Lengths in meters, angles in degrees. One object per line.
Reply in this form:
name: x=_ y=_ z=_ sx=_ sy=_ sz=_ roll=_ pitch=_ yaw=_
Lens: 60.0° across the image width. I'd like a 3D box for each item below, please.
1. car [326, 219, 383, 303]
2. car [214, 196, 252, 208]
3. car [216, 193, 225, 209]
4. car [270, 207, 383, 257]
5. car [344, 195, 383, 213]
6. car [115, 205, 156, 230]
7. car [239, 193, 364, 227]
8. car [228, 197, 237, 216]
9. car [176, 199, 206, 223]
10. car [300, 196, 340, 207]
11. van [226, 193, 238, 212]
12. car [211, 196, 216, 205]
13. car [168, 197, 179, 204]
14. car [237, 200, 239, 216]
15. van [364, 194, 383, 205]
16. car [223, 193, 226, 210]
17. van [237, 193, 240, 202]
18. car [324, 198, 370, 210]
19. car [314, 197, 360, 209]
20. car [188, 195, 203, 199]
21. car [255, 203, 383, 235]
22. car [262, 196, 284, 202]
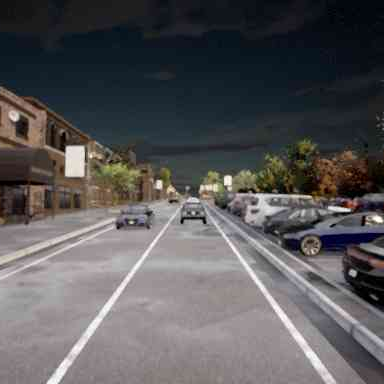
car: x=5.617 y=1.437 z=6.526 sx=5.008 sy=1.535 sz=2.097 roll=0 pitch=0 yaw=0
car: x=5.573 y=1.389 z=45.768 sx=4.892 sy=1.521 sz=2.231 roll=0 pitch=0 yaw=0
car: x=5.609 y=1.121 z=34.558 sx=5.566 sy=2.045 sz=2.435 roll=0 pitch=0 yaw=0
car: x=5.583 y=1.447 z=12.134 sx=4.792 sy=1.488 sz=2.163 roll=0 pitch=0 yaw=0
car: x=18.629 y=1.247 z=34.605 sx=4.553 sy=1.767 sz=2.185 roll=0 pitch=0 yaw=0
car: x=-3.357 y=1.494 z=20.420 sx=1.994 sy=1.385 sz=4.181 roll=0 pitch=0 yaw=0
car: x=5.631 y=1.152 z=17.738 sx=5.566 sy=2.045 sz=2.435 roll=0 pitch=0 yaw=0
car: x=5.583 y=1.387 z=26.149 sx=4.892 sy=1.521 sz=2.231 roll=0 pitch=0 yaw=0
car: x=0.090 y=1.470 z=24.695 sx=2.033 sy=1.411 sz=5.357 roll=0 pitch=0 yaw=0
car: x=18.654 y=1.400 z=48.529 sx=5.008 sy=1.535 sz=2.097 roll=0 pitch=0 yaw=0
van: x=5.469 y=1.154 z=28.952 sx=4.442 sy=1.987 sz=1.878 roll=0 pitch=0 yaw=0
car: x=5.607 y=1.128 z=42.968 sx=5.566 sy=2.045 sz=2.435 roll=0 pitch=0 yaw=0
car: x=-3.307 y=1.633 z=61.367 sx=1.895 sy=1.301 sz=4.718 roll=0 pitch=0 yaw=1
car: x=5.592 y=1.397 z=20.543 sx=5.008 sy=1.535 sz=2.097 roll=0 pitch=0 yaw=0
van: x=18.778 y=1.149 z=31.824 sx=4.442 sy=1.987 sz=1.878 roll=0 pitch=0 yaw=0
car: x=5.551 y=1.249 z=31.757 sx=4.553 sy=1.767 sz=2.185 roll=0 pitch=0 yaw=0
van: x=5.709 y=1.166 z=23.346 sx=4.442 sy=1.987 sz=1.878 roll=0 pitch=0 yaw=0
car: x=18.661 y=1.414 z=40.173 sx=4.674 sy=1.452 sz=2.002 roll=0 pitch=0 yaw=0
car: x=18.664 y=1.379 z=42.960 sx=5.008 sy=1.535 sz=2.097 roll=0 pitch=0 yaw=0
car: x=0.083 y=1.424 z=41.728 sx=1.812 sy=1.442 sz=4.674 roll=0 pitch=0 yaw=0
car: x=5.603 y=1.410 z=14.932 sx=4.892 sy=1.521 sz=2.231 roll=0 pitch=0 yaw=0
car: x=18.667 y=1.649 z=77.013 sx=4.674 sy=1.452 sz=2.002 roll=0 pitch=0 yaw=0
